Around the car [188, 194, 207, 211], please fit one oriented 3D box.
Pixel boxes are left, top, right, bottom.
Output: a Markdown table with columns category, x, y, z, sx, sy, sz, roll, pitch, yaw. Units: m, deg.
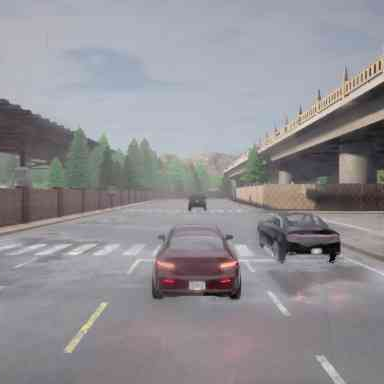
| category | x | y | z | sx | sy | sz | roll | pitch | yaw |
| --- | --- | --- | --- | --- | --- | --- | --- | --- | --- |
| car | 0.684 | 1.221 | 41.467 | 2.150 | 2.045 | 5.566 | 0 | 0 | 1 |

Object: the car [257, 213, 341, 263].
| category | x | y | z | sx | sy | sz | roll | pitch | yaw |
| --- | --- | --- | --- | --- | --- | --- | --- | --- | --- |
| car | 3.608 | 1.491 | 12.022 | 2.128 | 1.511 | 4.902 | 0 | 0 | 0 |

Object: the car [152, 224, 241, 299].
| category | x | y | z | sx | sy | sz | roll | pitch | yaw |
| --- | --- | --- | --- | --- | --- | --- | --- | --- | --- |
| car | 0.093 | 1.526 | 8.314 | 1.812 | 1.442 | 4.674 | 0 | 0 | 0 |
